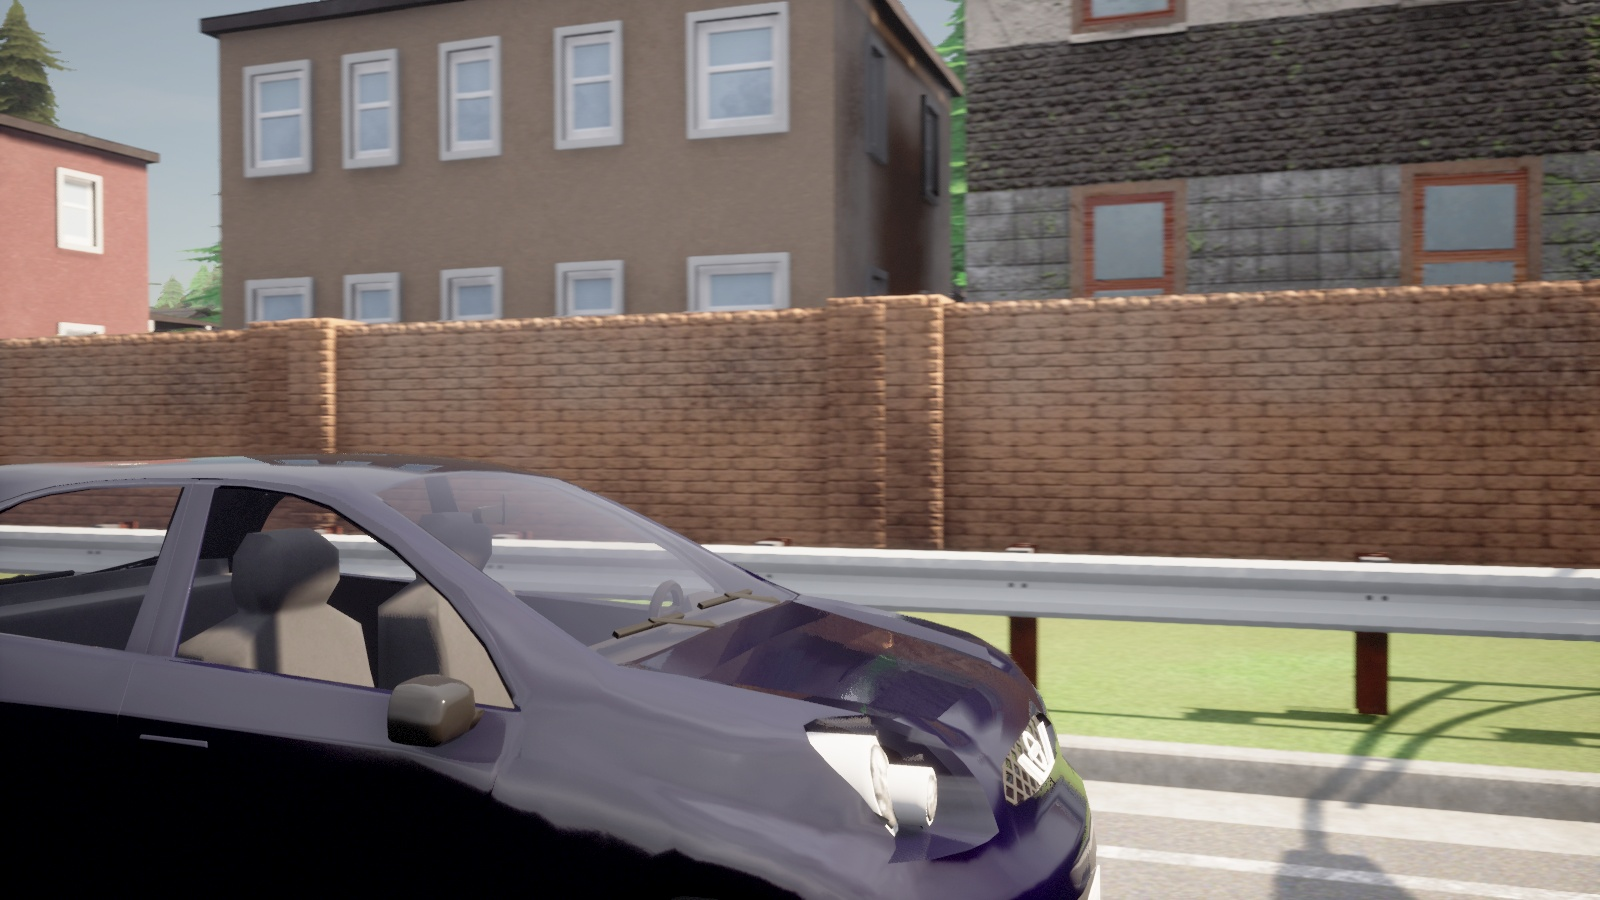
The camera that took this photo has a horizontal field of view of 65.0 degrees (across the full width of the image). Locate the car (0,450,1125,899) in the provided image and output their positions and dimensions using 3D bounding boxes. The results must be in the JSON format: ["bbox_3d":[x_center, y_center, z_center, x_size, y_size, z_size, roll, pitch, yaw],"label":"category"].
[{"bbox_3d":[-1.031,0.780,3.540,3.633,1.501,1.845,1,1,19],"label":"car"}]
